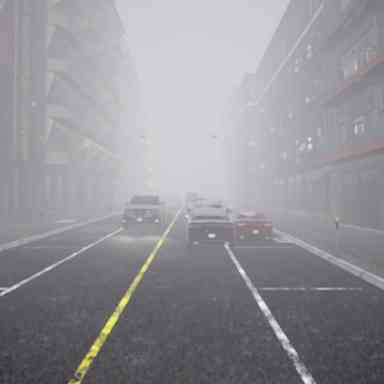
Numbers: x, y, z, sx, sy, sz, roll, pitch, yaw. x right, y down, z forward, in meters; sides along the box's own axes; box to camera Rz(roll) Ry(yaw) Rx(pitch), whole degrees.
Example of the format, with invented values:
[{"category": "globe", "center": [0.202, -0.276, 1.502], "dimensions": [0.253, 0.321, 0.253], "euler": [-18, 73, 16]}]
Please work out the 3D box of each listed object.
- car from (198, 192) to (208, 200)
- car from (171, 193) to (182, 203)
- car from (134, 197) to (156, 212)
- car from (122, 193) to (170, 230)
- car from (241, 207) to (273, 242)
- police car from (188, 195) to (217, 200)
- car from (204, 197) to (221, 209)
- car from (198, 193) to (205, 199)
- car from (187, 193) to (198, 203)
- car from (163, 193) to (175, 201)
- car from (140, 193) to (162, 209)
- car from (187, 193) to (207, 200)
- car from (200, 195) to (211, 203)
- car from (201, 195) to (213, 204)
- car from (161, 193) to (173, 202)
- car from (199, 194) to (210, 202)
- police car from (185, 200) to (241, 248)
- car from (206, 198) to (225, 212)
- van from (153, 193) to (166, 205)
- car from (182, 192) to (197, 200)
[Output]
[{"category": "car", "center": [2.608, 1.073, 82.141], "dimensions": [2.192, 1.841, 5.009], "euler": [1, 0, 0]}, {"category": "car", "center": [-2.749, 1.290, 61.294], "dimensions": [1.837, 1.490, 4.892], "euler": [0, 0, 1]}, {"category": "car", "center": [-5.270, 1.373, 37.793], "dimensions": [1.752, 1.417, 4.829], "euler": [2, 0, 0]}, {"category": "car", "center": [-2.835, 1.127, 20.791], "dimensions": [2.150, 2.045, 5.566], "euler": [0, 0, 0]}, {"category": "car", "center": [2.596, 1.471, 15.772], "dimensions": [1.887, 1.381, 4.507], "euler": [1, 0, 0]}, {"category": "police car", "center": [0.842, 1.317, 24.552], "dimensions": [1.930, 1.638, 5.238], "euler": [0, 0, 0]}, {"category": "car", "center": [2.612, 1.381, 43.426], "dimensions": [2.008, 1.369, 4.403], "euler": [1, 0, 0]}, {"category": "car", "center": [2.612, 1.192, 93.205], "dimensions": [1.967, 1.590, 4.097], "euler": [1, 0, 0]}, {"category": "car", "center": [0.043, 1.132, 65.958], "dimensions": [2.097, 1.767, 4.553], "euler": [0, 0, 0]}, {"category": "car", "center": [-5.241, 1.079, 76.675], "dimensions": [2.192, 1.841, 5.009], "euler": [1, 0, 0]}, {"category": "car", "center": [-5.261, 1.145, 43.494], "dimensions": [2.192, 1.841, 5.009], "euler": [2, 0, 0]}, {"category": "car", "center": [0.844, 1.222, 30.414], "dimensions": [2.097, 1.767, 4.553], "euler": [0, 0, 0]}, {"category": "car", "center": [2.627, 1.324, 65.548], "dimensions": [1.887, 1.381, 4.507], "euler": [1, 0, 0]}, {"category": "car", "center": [2.623, 1.334, 60.018], "dimensions": [1.887, 1.381, 4.507], "euler": [1, 0, 0]}, {"category": "car", "center": [-5.245, 1.086, 71.145], "dimensions": [2.192, 1.841, 5.009], "euler": [1, 0, 0]}, {"category": "car", "center": [2.640, 1.211, 71.080], "dimensions": [1.967, 1.590, 4.097], "euler": [1, 0, 0]}, {"category": "police car", "center": [0.724, 1.357, 14.550], "dimensions": [1.930, 1.638, 5.238], "euler": [0, 0, 0]}, {"category": "car", "center": [2.609, 1.392, 37.895], "dimensions": [1.887, 1.381, 4.507], "euler": [1, 0, 0]}, {"category": "van", "center": [-5.255, 1.141, 54.552], "dimensions": [1.690, 1.788, 3.998], "euler": [2, 0, 0]}, {"category": "car", "center": [0.034, 1.030, 51.017], "dimensions": [2.150, 2.045, 5.566], "euler": [0, 0, 0]}]
